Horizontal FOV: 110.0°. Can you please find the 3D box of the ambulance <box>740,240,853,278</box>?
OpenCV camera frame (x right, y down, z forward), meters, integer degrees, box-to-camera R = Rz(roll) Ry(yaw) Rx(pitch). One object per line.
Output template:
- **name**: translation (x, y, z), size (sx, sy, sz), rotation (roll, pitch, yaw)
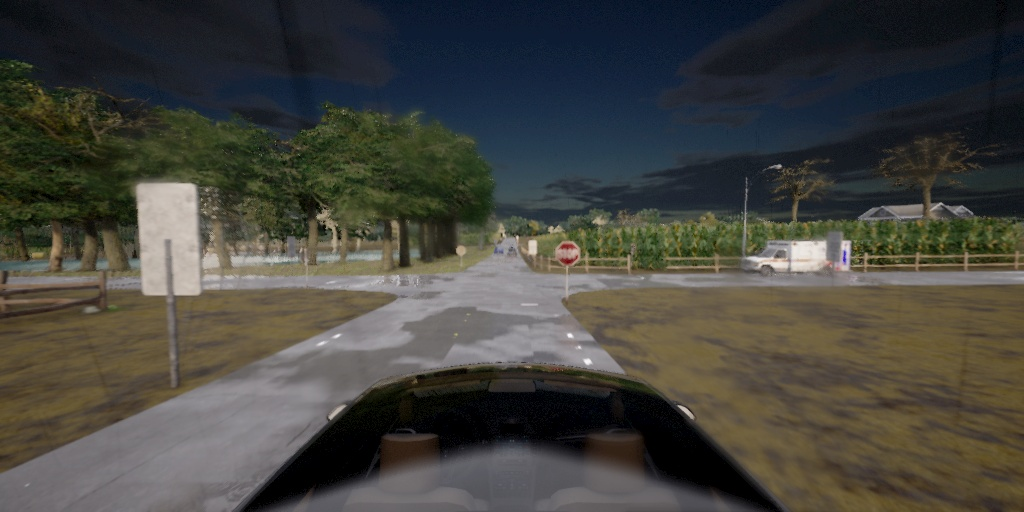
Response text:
- **ambulance**: translation (19.455, 0.180, 24.812), size (6.366, 2.431, 2.351), rotation (-1, 3, 0)
